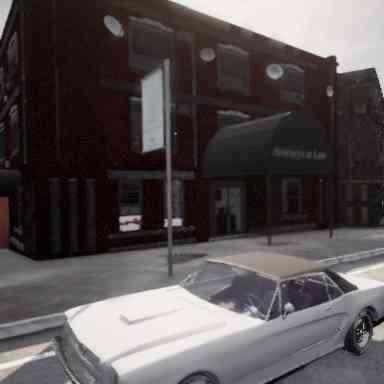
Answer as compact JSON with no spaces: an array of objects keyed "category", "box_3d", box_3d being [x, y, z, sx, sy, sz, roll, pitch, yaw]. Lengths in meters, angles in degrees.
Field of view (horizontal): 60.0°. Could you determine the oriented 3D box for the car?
[{"category":"car","box_3d":[0.726,1.600,4.512,4.718,1.301,1.895,0,0,-36]}]
